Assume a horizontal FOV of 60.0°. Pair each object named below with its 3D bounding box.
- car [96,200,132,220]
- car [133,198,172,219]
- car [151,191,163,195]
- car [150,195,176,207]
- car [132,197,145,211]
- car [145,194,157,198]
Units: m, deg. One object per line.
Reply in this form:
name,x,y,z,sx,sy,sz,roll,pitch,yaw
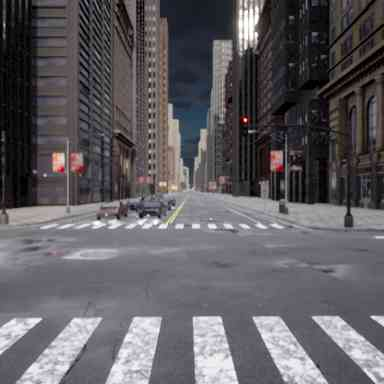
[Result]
car,-6.635,1.493,28.077,1.812,1.442,4.674,0,0,0
car,-3.362,1.512,29.510,2.033,1.411,5.357,0,0,4
car,-6.596,0.840,63.802,2.150,2.045,5.566,0,0,0
car,-3.398,1.441,39.250,2.128,1.511,4.902,0,0,0
car,-6.649,1.554,37.185,1.895,1.301,4.718,0,0,0
car,-6.662,1.438,48.518,1.837,1.490,4.892,0,0,0
